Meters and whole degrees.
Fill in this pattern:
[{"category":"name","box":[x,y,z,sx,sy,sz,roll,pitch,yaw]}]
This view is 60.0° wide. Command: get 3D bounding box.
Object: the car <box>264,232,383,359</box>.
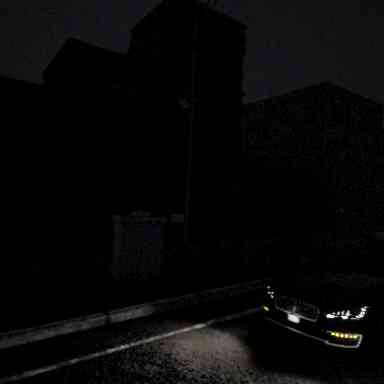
[{"category":"car","box":[3.414,1.553,6.120,4.892,1.490,1.837,0,0,-36]}]
